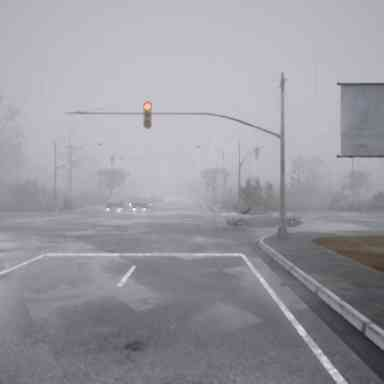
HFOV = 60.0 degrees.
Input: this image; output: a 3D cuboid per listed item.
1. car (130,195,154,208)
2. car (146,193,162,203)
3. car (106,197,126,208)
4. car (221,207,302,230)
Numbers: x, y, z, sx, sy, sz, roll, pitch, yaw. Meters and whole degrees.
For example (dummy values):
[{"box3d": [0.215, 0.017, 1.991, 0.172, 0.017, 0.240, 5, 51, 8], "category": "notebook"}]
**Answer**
[{"box3d": [-6.962, 1.451, 45.678, 2.033, 1.411, 5.357, 0, 0, 0], "category": "car"}, {"box3d": [-6.871, 1.160, 62.640, 2.097, 1.767, 4.553, 0, 1, 1], "category": "car"}, {"box3d": [-10.460, 1.431, 45.799, 1.812, 1.442, 4.674, 0, 1, 0], "category": "car"}, {"box3d": [4.203, 1.560, 20.338, 4.718, 1.301, 1.895, 0, 0, -3], "category": "car"}]
